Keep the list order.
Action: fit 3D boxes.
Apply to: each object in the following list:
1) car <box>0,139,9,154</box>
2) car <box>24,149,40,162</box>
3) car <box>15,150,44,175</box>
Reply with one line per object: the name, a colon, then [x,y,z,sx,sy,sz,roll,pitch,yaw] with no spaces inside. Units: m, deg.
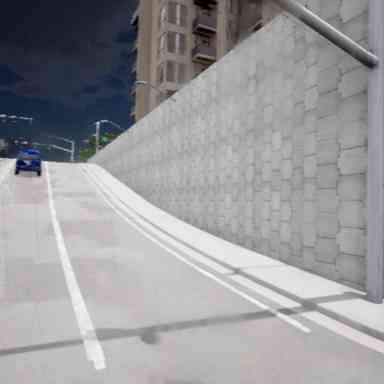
car: [-22.567,-5.173,38.570,2.150,2.045,5.566,3,7,-25]
car: [-22.318,-5.034,46.545,1.812,1.442,4.674,2,3,-25]
car: [-15.314,-2.872,31.282,2.150,2.045,5.566,3,10,-25]
